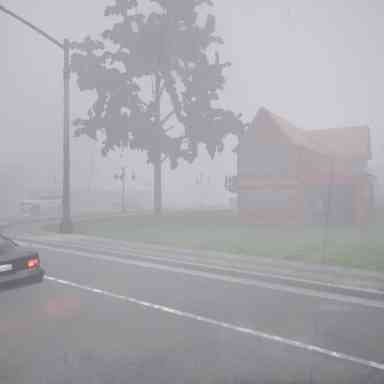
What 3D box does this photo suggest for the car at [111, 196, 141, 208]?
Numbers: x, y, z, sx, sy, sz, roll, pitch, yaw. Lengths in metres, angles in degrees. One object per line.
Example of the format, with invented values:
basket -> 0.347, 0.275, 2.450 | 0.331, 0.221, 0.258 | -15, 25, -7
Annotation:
car -> -9.496, 1.352, 48.213 | 2.097, 1.767, 4.553 | 0, 0, 34

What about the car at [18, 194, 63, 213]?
car -> -16.632, 1.221, 37.618 | 2.150, 2.045, 5.566 | 0, 0, 33

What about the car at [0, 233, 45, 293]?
car -> -5.736, 1.547, 8.025 | 5.357, 1.411, 2.033 | 0, 0, 36
